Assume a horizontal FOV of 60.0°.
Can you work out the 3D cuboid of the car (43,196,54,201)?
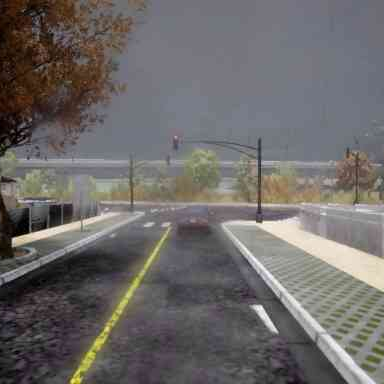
[{"bbox_3d":[-24.709,1.748,56.206,4.892,1.490,1.837,-1,1,36],"label":"car"}]

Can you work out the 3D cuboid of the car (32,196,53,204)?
[{"bbox_3d":[-30.859,1.630,68.791,4.674,1.442,1.812,-1,2,36],"label":"car"}]

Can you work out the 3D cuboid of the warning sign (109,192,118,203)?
[{"bbox_3d":[-14.246,0.995,60.260,1.060,1.860,1.300,2,1,36],"label":"warning sign"}]

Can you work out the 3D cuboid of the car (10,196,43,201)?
[{"bbox_3d":[-26.932,1.846,53.796,4.902,1.511,2.128,-1,2,36],"label":"car"}]

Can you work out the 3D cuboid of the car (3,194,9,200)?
[{"bbox_3d":[-37.766,1.349,65.759,5.566,2.045,2.150,-1,2,36],"label":"car"}]

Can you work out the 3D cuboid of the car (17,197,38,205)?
[{"bbox_3d":[-32.660,1.746,66.085,4.674,1.442,1.812,-1,2,36],"label":"car"}]

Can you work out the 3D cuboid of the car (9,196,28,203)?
[{"bbox_3d":[-38.984,1.680,74.694,4.718,1.301,1.895,-1,2,36],"label":"car"}]

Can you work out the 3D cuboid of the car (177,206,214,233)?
[{"bbox_3d":[0.247,1.542,19.490,2.033,1.411,5.357,0,0,4],"label":"car"}]
